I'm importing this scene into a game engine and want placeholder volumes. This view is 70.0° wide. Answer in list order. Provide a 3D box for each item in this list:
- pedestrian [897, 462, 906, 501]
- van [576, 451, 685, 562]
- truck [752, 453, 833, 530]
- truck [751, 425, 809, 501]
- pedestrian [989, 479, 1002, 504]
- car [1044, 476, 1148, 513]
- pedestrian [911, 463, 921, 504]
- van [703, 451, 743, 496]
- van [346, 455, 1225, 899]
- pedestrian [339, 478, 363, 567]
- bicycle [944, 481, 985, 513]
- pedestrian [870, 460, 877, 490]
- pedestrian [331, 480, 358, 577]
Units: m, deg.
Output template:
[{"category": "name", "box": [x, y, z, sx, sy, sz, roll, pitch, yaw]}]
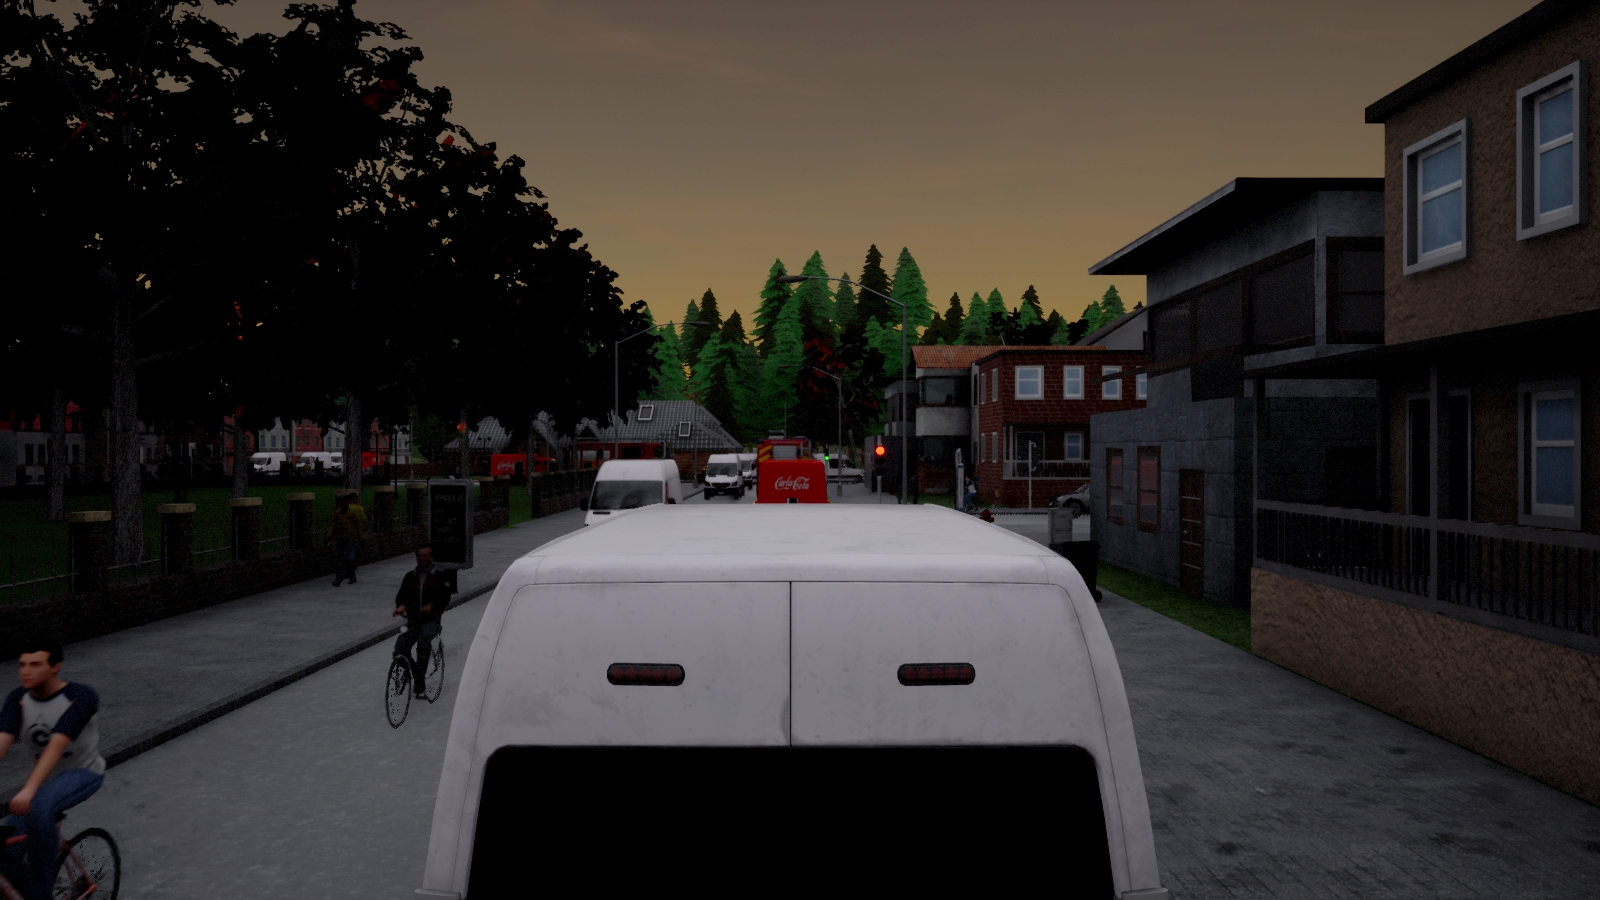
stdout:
[{"category": "pedestrian", "box": [4.924, 1.517, 55.526, 0.375, 1.860, 0.375, 0, 0, -5]}, {"category": "van", "box": [-4.201, 1.314, 29.301, 1.988, 2.561, 5.915, 0, 0, -1]}, {"category": "truck", "box": [-0.258, 1.348, 39.562, 2.627, 2.467, 5.204, 0, 0, 0]}, {"category": "truck", "box": [-0.965, 0.670, 62.058, 2.891, 3.827, 8.468, 0, 0, 1]}, {"category": "pedestrian", "box": [8.911, 1.896, 52.028, 0.500, 1.100, 0.500, 0, 0, -3]}, {"category": "car", "box": [12.288, 1.844, 47.547, 3.806, 1.475, 1.970, 0, 0, -1]}, {"category": "pedestrian", "box": [5.293, 1.516, 52.293, 0.375, 1.860, 0.375, 0, 0, 21]}, {"category": "van", "box": [-4.457, 1.314, 66.858, 1.988, 2.561, 5.915, 0, 0, 0]}, {"category": "van", "box": [-0.041, 1.314, 5.541, 1.988, 2.561, 5.915, 0, 0, 0]}, {"category": "pedestrian", "box": [-9.499, 1.526, 24.175, 0.375, 1.860, 0.375, 0, 0, -2]}, {"category": "bicycle", "box": [6.824, 1.936, 47.391, 1.643, 1.296, 0.373, 0, 0, -4]}, {"category": "pedestrian", "box": [4.527, 1.524, 70.497, 0.375, 1.860, 0.375, 0, 0, -14]}, {"category": "pedestrian", "box": [-8.919, 1.525, 22.371, 0.375, 1.860, 0.375, 0, 0, 5]}]
